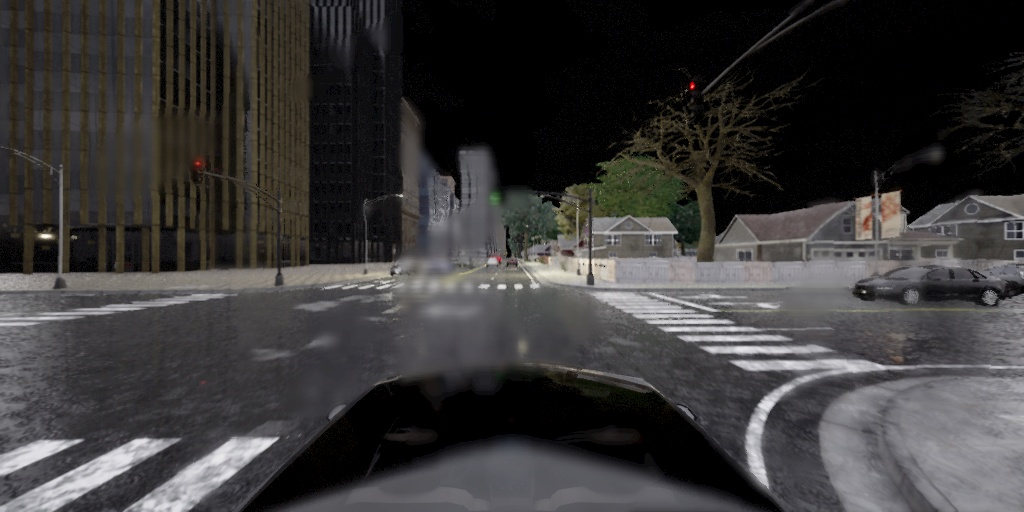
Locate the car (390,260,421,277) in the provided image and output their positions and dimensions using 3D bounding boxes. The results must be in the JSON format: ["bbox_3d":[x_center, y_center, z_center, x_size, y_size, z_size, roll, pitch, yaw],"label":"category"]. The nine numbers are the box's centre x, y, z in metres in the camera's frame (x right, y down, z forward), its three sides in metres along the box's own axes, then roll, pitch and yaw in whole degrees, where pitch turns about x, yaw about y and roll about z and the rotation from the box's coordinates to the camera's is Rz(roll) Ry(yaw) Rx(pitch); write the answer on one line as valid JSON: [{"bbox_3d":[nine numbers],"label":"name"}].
[{"bbox_3d":[-9.835,1.142,33.400,2.128,1.511,4.902,0,0,0],"label":"car"}]

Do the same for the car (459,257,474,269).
[{"bbox_3d":[-6.551,0.916,50.266,2.097,1.767,4.553,0,0,0],"label":"car"}]

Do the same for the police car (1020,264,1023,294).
[{"bbox_3d":[24.458,1.170,17.397,4.974,1.542,2.038,0,0,0],"label":"police car"}]

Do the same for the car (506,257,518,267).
[{"bbox_3d":[0.006,1.007,59.950,1.837,1.490,4.892,0,0,0],"label":"car"}]

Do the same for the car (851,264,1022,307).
[{"bbox_3d":[16.465,1.178,14.299,4.892,1.490,1.837,0,0,0],"label":"car"}]

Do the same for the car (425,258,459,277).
[{"bbox_3d":[-6.586,0.994,33.196,2.097,1.767,4.553,0,0,0],"label":"car"}]

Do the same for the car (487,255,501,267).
[{"bbox_3d":[-3.243,1.037,60.368,1.812,1.442,4.674,0,0,0],"label":"car"}]
